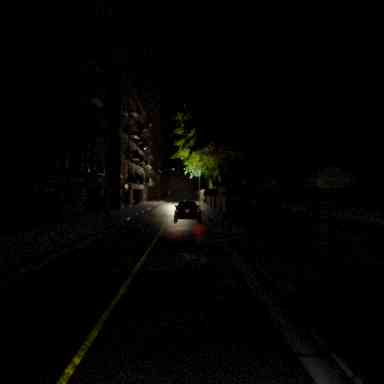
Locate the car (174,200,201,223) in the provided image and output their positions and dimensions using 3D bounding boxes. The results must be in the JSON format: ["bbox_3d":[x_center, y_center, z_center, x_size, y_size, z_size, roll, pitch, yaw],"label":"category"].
[{"bbox_3d":[-0.367,1.445,26.755,2.097,1.767,4.553,0,0,-1],"label":"car"}]

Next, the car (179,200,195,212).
[{"bbox_3d":[-0.640,1.709,42.047,1.994,1.385,4.181,0,0,-1],"label":"car"}]
